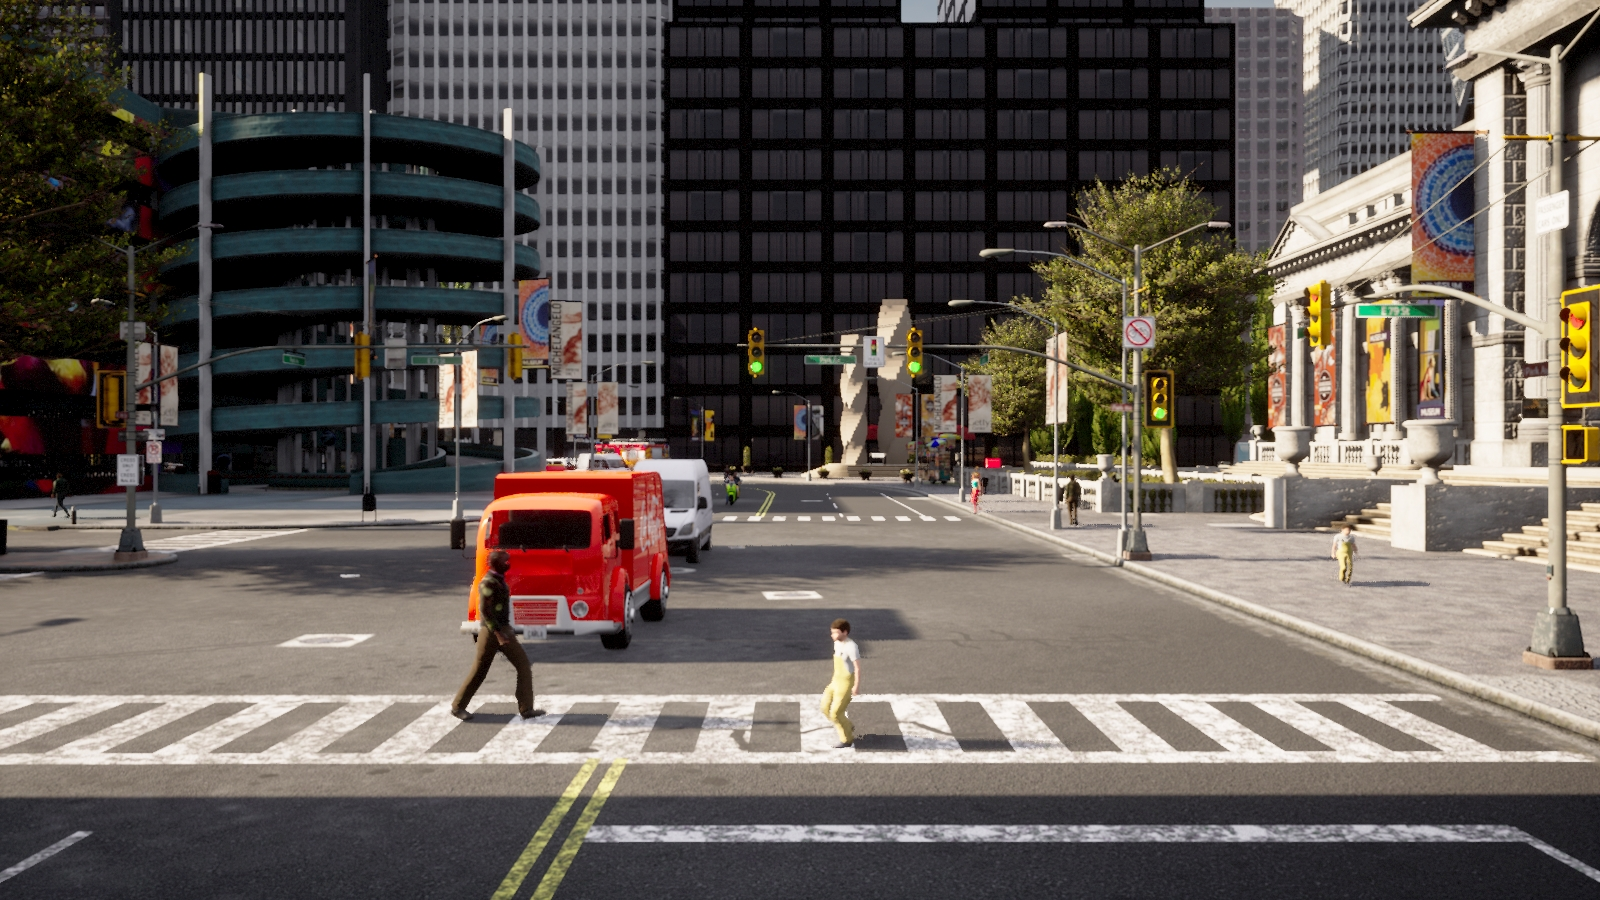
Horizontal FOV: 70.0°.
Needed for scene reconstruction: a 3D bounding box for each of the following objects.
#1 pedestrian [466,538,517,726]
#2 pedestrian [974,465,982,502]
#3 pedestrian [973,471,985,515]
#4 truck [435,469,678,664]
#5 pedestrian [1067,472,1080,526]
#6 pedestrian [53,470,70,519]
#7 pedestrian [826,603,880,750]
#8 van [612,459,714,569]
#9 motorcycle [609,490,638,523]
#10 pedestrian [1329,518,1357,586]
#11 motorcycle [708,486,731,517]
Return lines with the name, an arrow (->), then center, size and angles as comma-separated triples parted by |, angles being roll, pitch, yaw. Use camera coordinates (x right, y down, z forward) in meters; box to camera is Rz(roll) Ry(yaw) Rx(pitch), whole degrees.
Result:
pedestrian -> -3.167, 1.855, 11.746 | 0.375, 1.860, 0.375 | 0, 0, 10
pedestrian -> 9.087, 1.720, 58.250 | 0.375, 1.860, 0.375 | 0, 0, 7
pedestrian -> 7.609, 1.806, 48.554 | 0.375, 1.860, 0.375 | 0, 0, -13
truck -> -3.486, 1.573, 17.645 | 2.627, 2.467, 5.204 | 0, 0, 0
pedestrian -> 9.508, 1.714, 39.739 | 0.375, 1.860, 0.375 | 0, 0, 0
pedestrian -> -28.439, 1.715, 43.996 | 0.375, 1.860, 0.375 | 0, 0, 15
pedestrian -> 0.503, 2.134, 10.854 | 0.375, 1.300, 0.375 | 0, 0, -26
van -> -3.491, 1.548, 30.204 | 1.988, 2.561, 5.915 | 0, 0, 0
motorcycle -> -6.900, 2.202, 44.745 | 0.856, 1.236, 1.805 | 0, 0, 0
pedestrian -> 10.598, 1.987, 22.297 | 0.375, 1.300, 0.375 | 0, 0, 2
motorcycle -> -3.439, 2.203, 48.816 | 0.856, 1.236, 1.805 | 0, 0, -1
